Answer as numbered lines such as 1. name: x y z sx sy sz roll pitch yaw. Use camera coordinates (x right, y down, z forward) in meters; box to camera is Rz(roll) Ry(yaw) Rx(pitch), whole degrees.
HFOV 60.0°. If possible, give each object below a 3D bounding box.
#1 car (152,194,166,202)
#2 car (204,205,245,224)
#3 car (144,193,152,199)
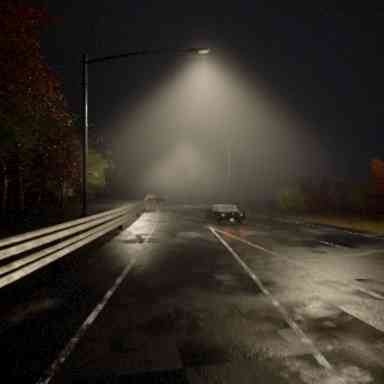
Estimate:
1. car: -6.501 1.369 67.940 2.033 1.411 5.357 0 0 -11
2. car: 2.266 1.583 24.559 1.895 1.301 4.718 0 0 -11
3. car: -11.499 1.184 92.654 1.882 1.535 5.008 0 0 -11
